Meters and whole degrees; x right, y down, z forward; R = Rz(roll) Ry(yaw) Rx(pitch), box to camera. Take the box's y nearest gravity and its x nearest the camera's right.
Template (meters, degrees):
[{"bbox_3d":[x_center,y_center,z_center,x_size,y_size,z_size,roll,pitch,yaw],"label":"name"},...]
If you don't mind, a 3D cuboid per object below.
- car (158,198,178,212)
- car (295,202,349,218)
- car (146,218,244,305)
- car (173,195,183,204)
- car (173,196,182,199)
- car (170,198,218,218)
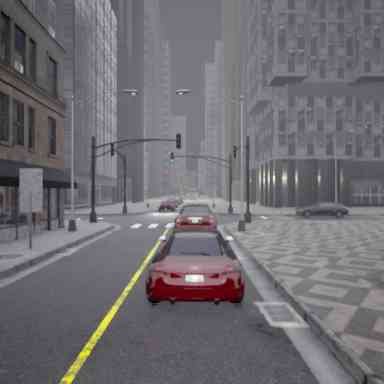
[{"bbox_3d":[-3.064,1.703,41.201,1.895,1.301,4.718,0,0,0],"label":"car"},{"bbox_3d":[11.766,1.601,30.234,4.674,1.442,1.812,0,0,1],"label":"car"},{"bbox_3d":[0.096,1.581,8.192,1.994,1.385,4.181,0,0,1],"label":"car"},{"bbox_3d":[-2.946,1.549,70.851,2.097,1.767,4.553,0,0,0],"label":"car"},{"bbox_3d":[-3.054,1.678,50.853,2.033,1.411,5.357,0,0,0],"label":"car"},{"bbox_3d":[0.282,1.390,17.782,2.097,1.767,4.553,0,0,3],"label":"car"}]
